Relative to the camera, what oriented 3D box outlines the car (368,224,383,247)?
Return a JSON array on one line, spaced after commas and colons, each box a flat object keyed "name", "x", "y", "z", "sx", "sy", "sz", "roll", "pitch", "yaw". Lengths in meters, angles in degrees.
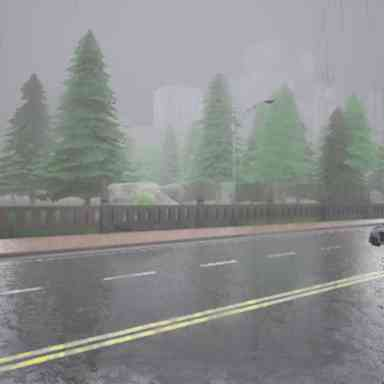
[{"name": "car", "x": 9.548, "y": 1.692, "z": 14.403, "sx": 4.181, "sy": 1.385, "sz": 1.994, "roll": 1, "pitch": 0, "yaw": -33}]
